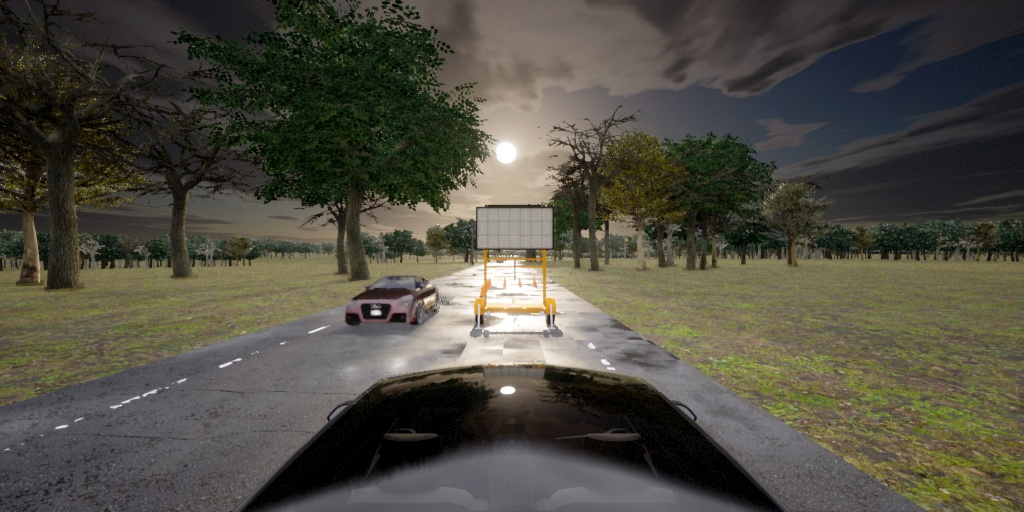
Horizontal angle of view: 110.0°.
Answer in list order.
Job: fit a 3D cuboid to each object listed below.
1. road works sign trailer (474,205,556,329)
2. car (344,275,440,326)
[{"bbox_3d":[0.089,0.211,11.181,2.380,3.560,2.880,0,0,0],"label":"road works sign trailer"},{"bbox_3d":[-3.597,1.311,11.462,1.994,1.385,4.181,0,0,0],"label":"car"}]
